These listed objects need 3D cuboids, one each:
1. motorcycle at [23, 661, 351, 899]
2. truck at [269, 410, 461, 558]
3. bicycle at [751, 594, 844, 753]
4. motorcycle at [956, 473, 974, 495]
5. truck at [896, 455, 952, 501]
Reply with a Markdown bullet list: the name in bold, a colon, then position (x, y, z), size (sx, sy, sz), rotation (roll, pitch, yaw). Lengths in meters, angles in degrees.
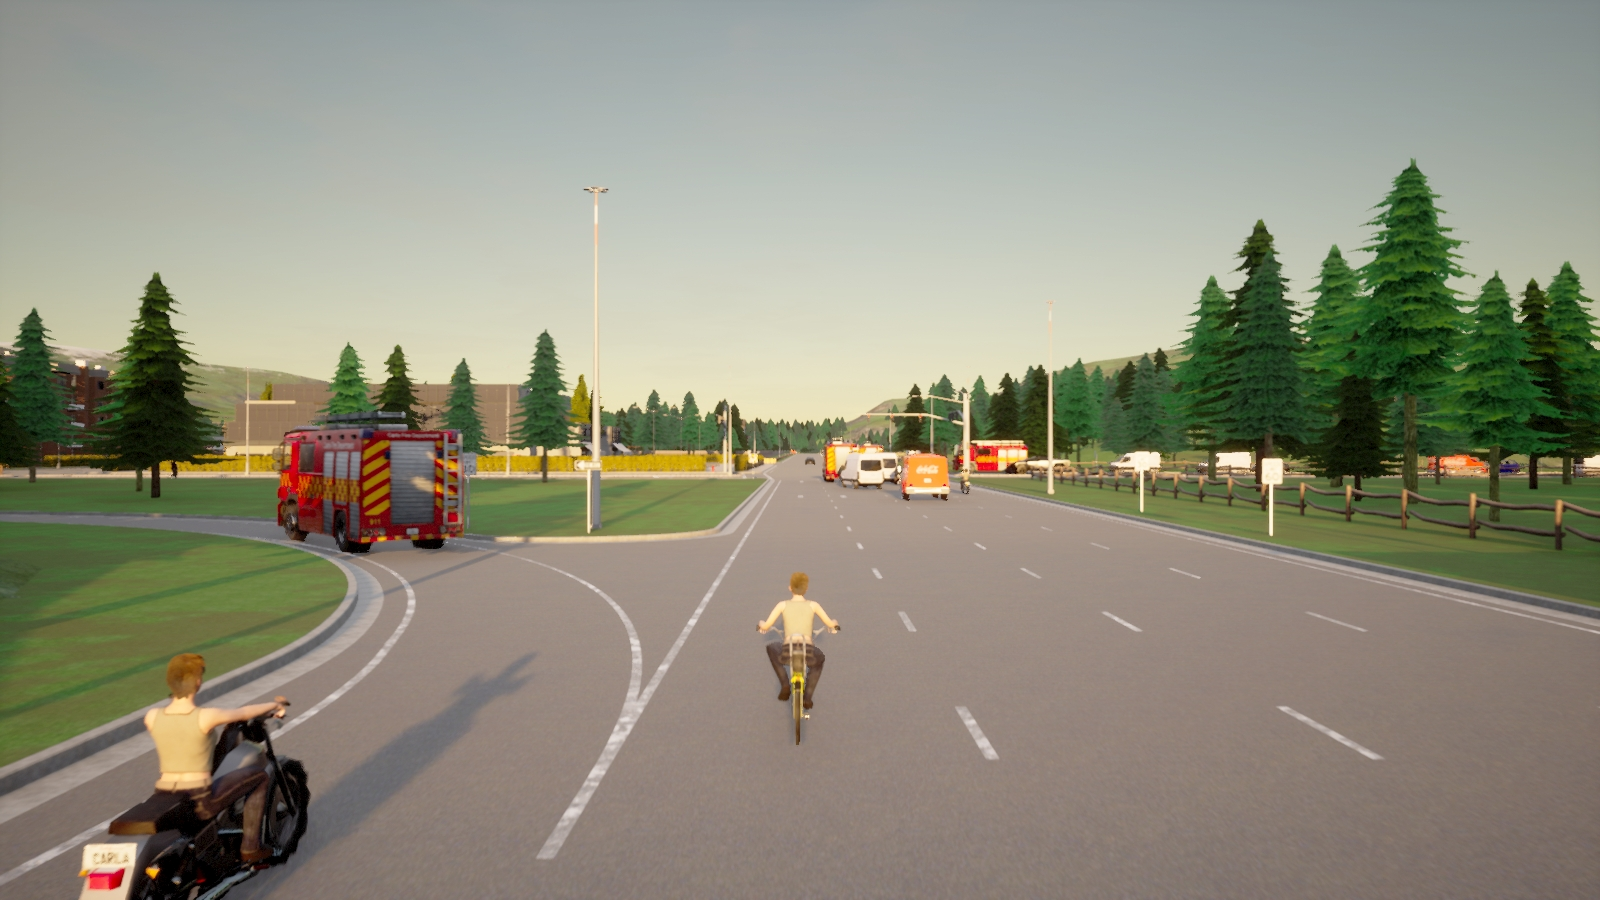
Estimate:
- **motorcycle**: position (-3.558, 2.154, 6.945), size (0.764, 1.307, 2.356), rotation (0, 0, -1)
- **truck**: position (-13.087, 0.886, 33.825), size (2.891, 3.827, 8.468), rotation (0, 0, -38)
- **bicycle**: position (-0.017, 2.156, 11.296), size (0.859, 1.276, 1.487), rotation (0, 0, 0)
- **motorcycle**: position (10.495, 2.146, 72.701), size (0.764, 1.307, 2.356), rotation (0, 0, 0)
- **truck**: position (6.990, 1.561, 65.106), size (2.627, 2.467, 5.204), rotation (0, 0, 0)
